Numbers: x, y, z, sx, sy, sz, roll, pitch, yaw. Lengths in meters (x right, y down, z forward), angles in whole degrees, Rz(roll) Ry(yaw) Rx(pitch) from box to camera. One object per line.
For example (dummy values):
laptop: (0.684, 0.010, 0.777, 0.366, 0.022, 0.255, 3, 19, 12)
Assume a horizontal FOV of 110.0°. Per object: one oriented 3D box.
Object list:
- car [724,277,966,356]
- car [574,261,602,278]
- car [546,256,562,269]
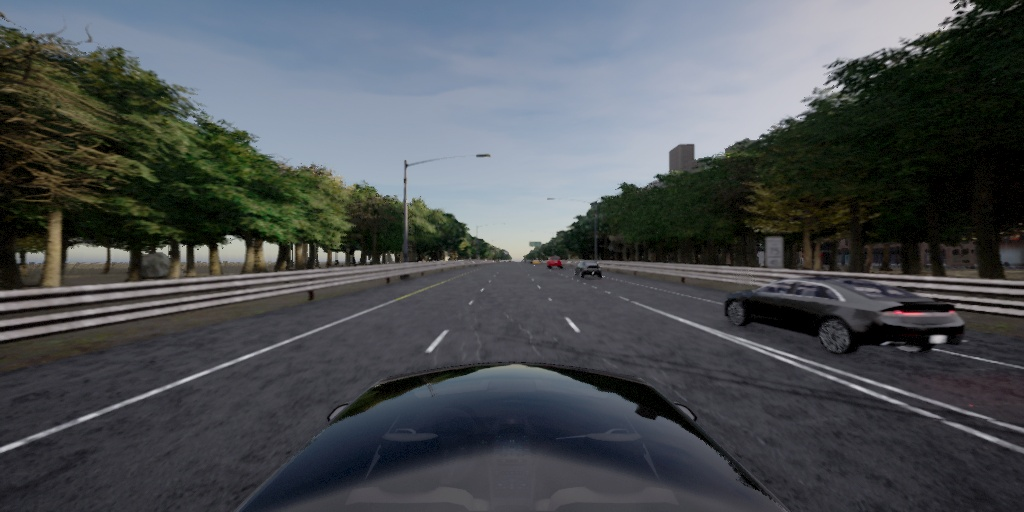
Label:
car: (7.301, 1.246, 8.694, 2.128, 1.511, 4.902, 0, 0, -4)
car: (7.021, 1.251, 33.442, 1.837, 1.490, 4.892, 0, 0, 0)
car: (7.112, 1.087, 60.624, 2.150, 2.045, 5.566, 0, 0, 0)
